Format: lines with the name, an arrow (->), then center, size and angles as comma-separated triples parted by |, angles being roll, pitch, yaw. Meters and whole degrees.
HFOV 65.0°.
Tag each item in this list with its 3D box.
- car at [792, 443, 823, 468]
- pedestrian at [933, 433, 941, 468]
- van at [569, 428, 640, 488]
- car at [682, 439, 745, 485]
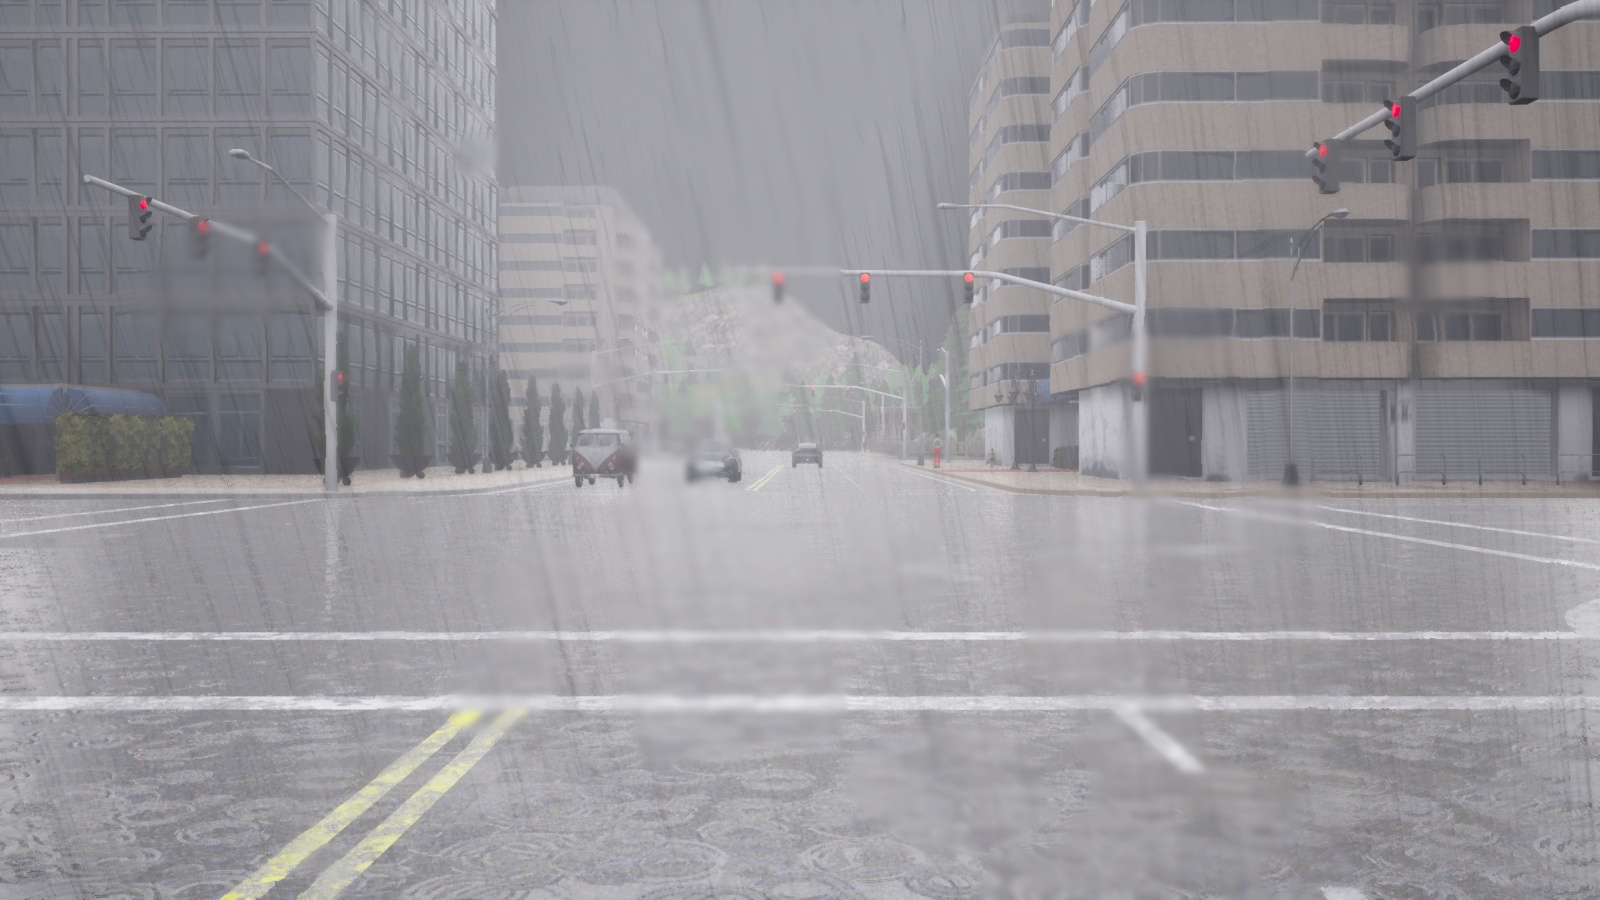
car -> 0.453, 0.319, 76.675 | 1.837, 1.490, 4.892 | 0, 0, 0
pedestrian -> 7.200, 0.033, 65.920 | 0.345, 1.836, 0.594 | 0, 0, -3
van -> -6.735, 0.247, 43.655 | 1.775, 1.987, 4.442 | 0, 0, 0
car -> -3.212, 0.405, 47.640 | 2.033, 1.649, 4.856 | 0, 0, 0
